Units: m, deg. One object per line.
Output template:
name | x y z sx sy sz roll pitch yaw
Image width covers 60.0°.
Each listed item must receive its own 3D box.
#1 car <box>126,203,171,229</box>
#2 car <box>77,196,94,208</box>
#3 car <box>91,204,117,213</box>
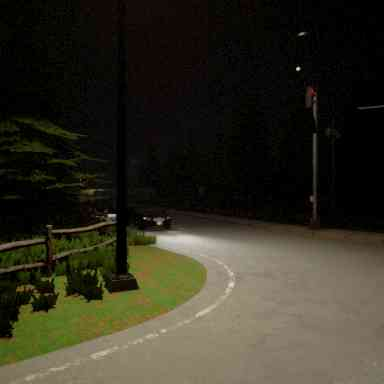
car | -2.864 1.464 20.681 2.128 1.511 4.902 0 0 -26
car | -16.057 1.448 50.125 1.882 1.535 5.008 0 0 -24
car | -9.038 1.537 34.278 1.994 1.385 4.181 0 0 -24
